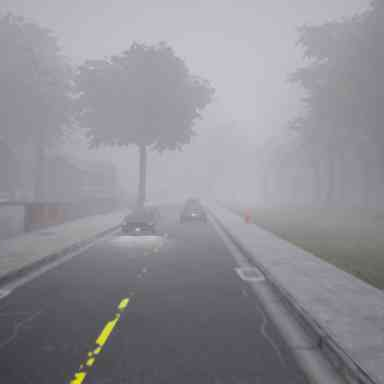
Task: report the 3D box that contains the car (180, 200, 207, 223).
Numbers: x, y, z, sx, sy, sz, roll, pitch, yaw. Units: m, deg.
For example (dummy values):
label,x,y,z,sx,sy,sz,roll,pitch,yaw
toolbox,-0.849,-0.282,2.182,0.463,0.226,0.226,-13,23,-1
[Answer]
label,x,y,z,sx,sy,sz,roll,pitch,yaw
car,0.109,1.558,25.385,1.994,1.385,4.181,0,0,0

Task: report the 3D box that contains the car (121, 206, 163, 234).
label,x,y,z,sx,sy,sz,roll,pitch,yaw
car,-2.766,1.545,19.650,2.033,1.411,5.357,0,0,1

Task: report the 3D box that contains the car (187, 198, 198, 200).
label,x,y,z,sx,sy,sz,roll,pitch,yaw
car,0.116,1.482,42.922,1.837,1.490,4.892,0,0,0
